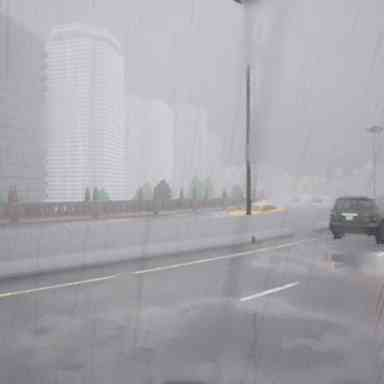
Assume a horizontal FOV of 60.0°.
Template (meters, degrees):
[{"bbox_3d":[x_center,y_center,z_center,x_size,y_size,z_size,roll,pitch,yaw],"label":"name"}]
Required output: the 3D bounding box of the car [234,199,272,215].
[{"bbox_3d":[6.615,1.512,35.651,2.128,1.511,4.902,0,0,36],"label":"car"}]

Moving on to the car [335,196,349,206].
[{"bbox_3d":[25.616,1.449,56.929,1.882,1.535,5.008,0,0,20],"label":"car"}]

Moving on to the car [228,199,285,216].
[{"bbox_3d":[4.327,1.490,22.107,1.882,1.535,5.008,0,0,43],"label":"car"}]

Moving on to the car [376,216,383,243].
[{"bbox_3d":[7.708,1.510,10.466,4.674,1.442,1.812,0,0,-42],"label":"car"}]

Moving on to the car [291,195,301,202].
[{"bbox_3d":[22.682,1.489,72.646,1.837,1.490,4.892,0,0,13],"label":"car"}]

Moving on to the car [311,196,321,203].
[{"bbox_3d":[24.655,1.540,65.811,1.994,1.385,4.181,0,0,16],"label":"car"}]

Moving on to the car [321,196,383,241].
[{"bbox_3d":[8.665,1.209,16.213,2.150,2.045,5.566,0,0,45],"label":"car"}]
